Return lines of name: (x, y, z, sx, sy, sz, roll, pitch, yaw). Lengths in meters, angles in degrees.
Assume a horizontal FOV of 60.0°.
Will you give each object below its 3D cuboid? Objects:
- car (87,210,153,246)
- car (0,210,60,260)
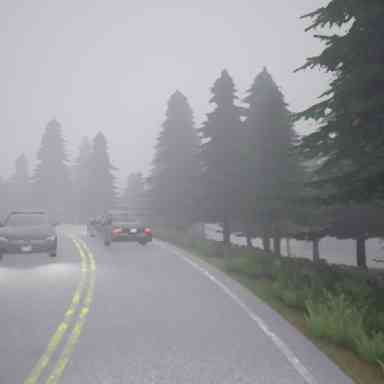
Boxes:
car: (-3.448, 1.544, 15.251, 2.033, 1.411, 5.357, 3, -1, -27)
car: (-5.959, 1.408, 12.170, 1.812, 1.442, 4.674, 2, 0, -25)
